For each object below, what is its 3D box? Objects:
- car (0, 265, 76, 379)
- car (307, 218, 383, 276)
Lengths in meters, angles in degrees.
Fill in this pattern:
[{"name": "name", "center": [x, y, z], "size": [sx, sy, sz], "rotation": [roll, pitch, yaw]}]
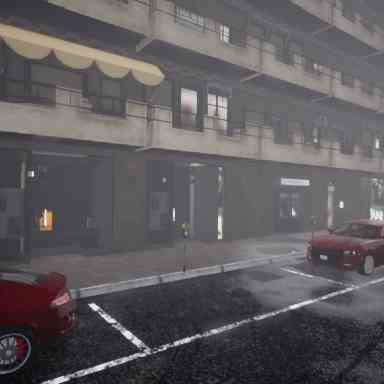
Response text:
[{"name": "car", "center": [-3.600, 1.582, 3.978], "size": [4.206, 1.307, 1.802], "rotation": [0, 1, -35]}, {"name": "car", "center": [5.443, 1.548, 10.405], "size": [4.507, 1.381, 1.887], "rotation": [0, 1, -35]}]
